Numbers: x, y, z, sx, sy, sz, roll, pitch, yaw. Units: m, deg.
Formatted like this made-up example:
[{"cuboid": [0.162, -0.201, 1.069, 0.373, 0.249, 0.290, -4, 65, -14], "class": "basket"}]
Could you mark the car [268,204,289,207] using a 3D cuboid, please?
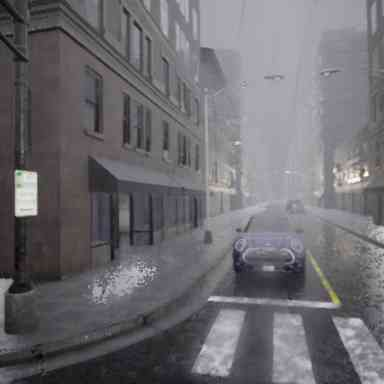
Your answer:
[{"cuboid": [7.208, 2.095, 29.297, 2.033, 1.411, 5.357, -1, -1, 14], "class": "car"}]

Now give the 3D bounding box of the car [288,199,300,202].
[{"cuboid": [16.576, 2.177, 54.234, 2.150, 2.045, 5.566, -1, -1, 14], "class": "car"}]

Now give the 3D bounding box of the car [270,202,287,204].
[{"cuboid": [9.726, 2.079, 39.073, 2.097, 1.767, 4.553, -1, -1, 14], "class": "car"}]

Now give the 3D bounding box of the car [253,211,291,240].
[{"cuboid": [4.911, 1.944, 20.238, 1.994, 1.385, 4.181, -1, -1, 15], "class": "car"}]

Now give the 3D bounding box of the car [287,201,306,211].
[{"cuboid": [13.947, 2.312, 43.880, 2.033, 1.411, 5.357, -1, -1, 14], "class": "car"}]

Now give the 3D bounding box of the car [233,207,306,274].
[{"cuboid": [2.665, 1.571, 11.424, 2.097, 1.767, 4.553, -1, -1, 14], "class": "car"}]
